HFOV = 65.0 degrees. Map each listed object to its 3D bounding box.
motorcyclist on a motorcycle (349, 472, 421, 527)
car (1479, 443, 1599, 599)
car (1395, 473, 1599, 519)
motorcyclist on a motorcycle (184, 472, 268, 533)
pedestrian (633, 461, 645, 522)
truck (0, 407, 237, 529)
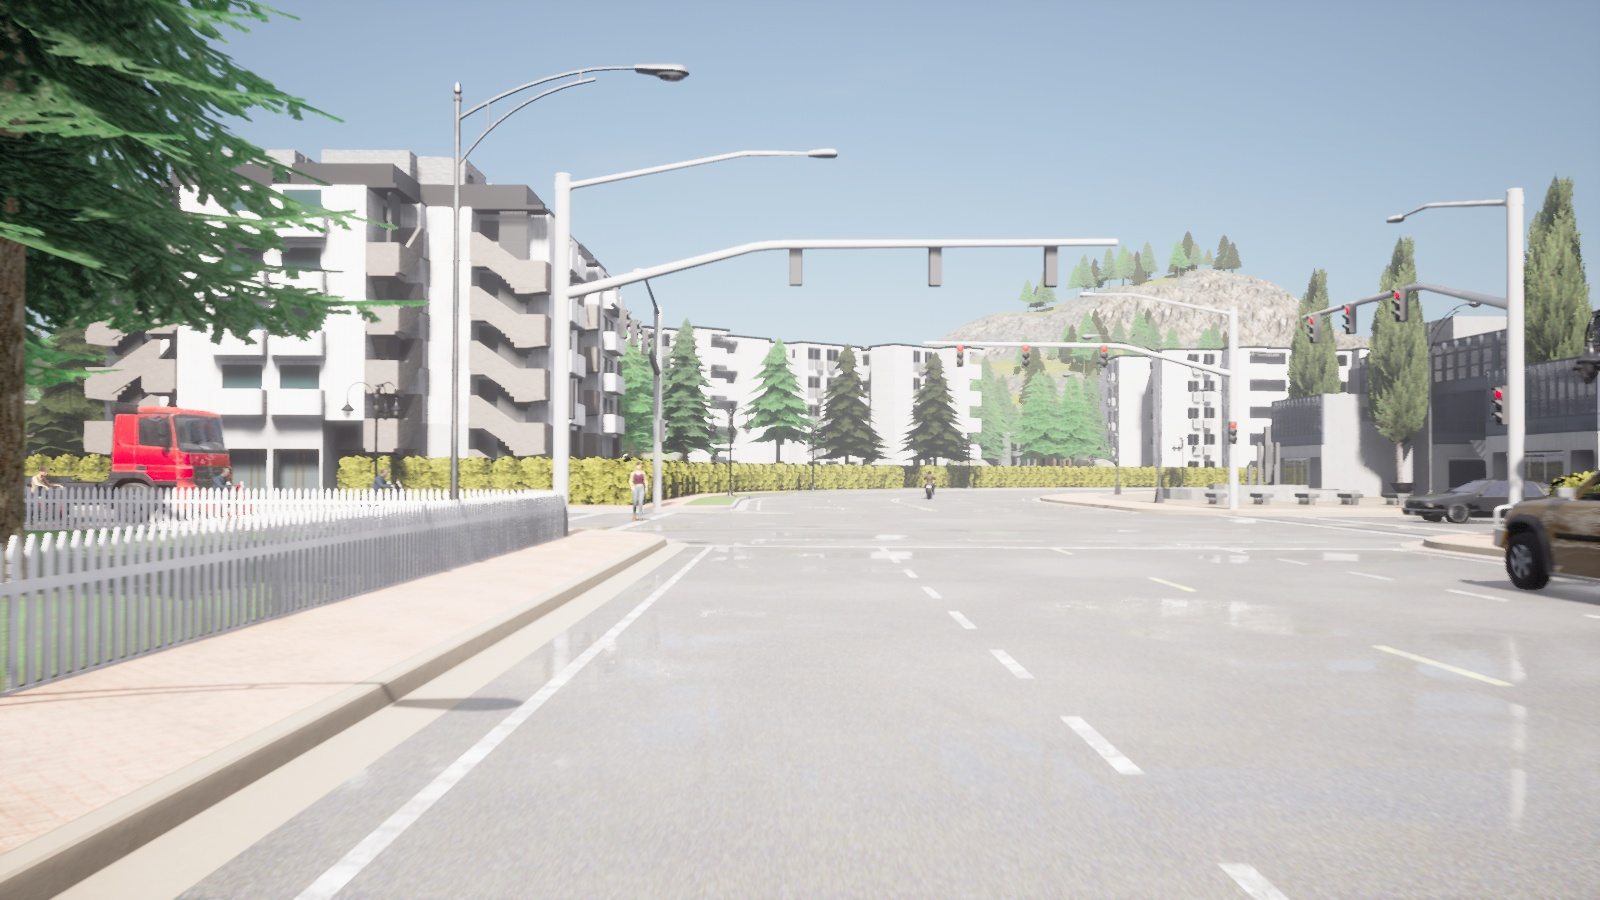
[{"bbox_3d":[-12.175,1.435,36.900,1.817,1.590,0.866,0,-1,1],"label":"motorcyclist on a motorcycle"},{"bbox_3d":[10.460,0.845,15.237,1.932,1.855,4.605,0,-1,0],"label":"car"},{"bbox_3d":[21.961,1.438,39.626,5.357,1.411,2.033,0,-1,1],"label":"car"},{"bbox_3d":[-15.282,1.390,33.470,1.817,1.590,0.866,0,-1,1],"label":"motorcyclist on a motorcycle"},{"bbox_3d":[-4.900,1.268,38.218,0.345,1.836,0.594,0,-1,-9],"label":"pedestrian"},{"bbox_3d":[-21.254,0.539,37.122,7.936,3.462,2.891,0,-1,1],"label":"truck"}]
